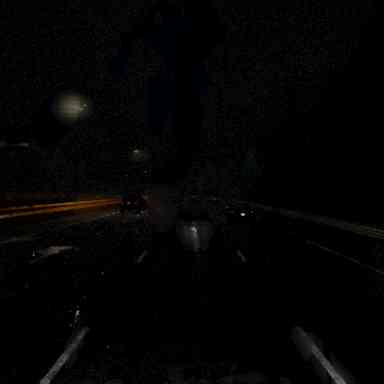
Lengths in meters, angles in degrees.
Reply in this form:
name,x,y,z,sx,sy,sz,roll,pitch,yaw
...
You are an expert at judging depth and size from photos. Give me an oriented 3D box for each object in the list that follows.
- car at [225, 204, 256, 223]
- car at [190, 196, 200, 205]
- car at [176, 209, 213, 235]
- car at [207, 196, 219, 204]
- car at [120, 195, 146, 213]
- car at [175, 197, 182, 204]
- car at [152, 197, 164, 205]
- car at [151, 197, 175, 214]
name,x,y,z,sx,sy,sz,roll,pitch,yaw
car,3.634,1.570,25.610,1.994,1.385,4.181,0,0,1
car,0.536,1.569,61.809,2.128,1.511,4.902,0,0,1
car,0.103,1.625,19.025,1.895,1.301,4.718,0,0,0
car,4.056,1.545,63.737,2.128,1.511,4.902,0,0,1
car,-6.763,1.321,38.513,2.150,2.045,5.566,0,0,1
car,-2.944,1.670,63.735,1.994,1.385,4.181,0,0,1
car,-6.442,1.658,63.891,1.812,1.442,4.674,0,0,1
car,-3.262,1.576,35.982,1.837,1.490,4.892,0,0,1
